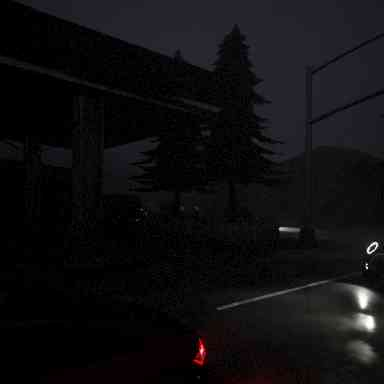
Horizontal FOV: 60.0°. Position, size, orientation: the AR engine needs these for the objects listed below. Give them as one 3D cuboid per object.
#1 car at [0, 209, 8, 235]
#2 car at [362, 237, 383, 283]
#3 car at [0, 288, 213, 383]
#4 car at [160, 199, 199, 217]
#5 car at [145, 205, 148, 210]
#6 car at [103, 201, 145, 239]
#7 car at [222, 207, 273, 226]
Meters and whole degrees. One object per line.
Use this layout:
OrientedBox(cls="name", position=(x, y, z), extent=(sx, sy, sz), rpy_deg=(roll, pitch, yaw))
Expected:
OrientedBox(cls="car", position=(-11.652, 1.520, 18.480), extent=(2.242, 1.667, 4.611), rpy_deg=(1, 0, -36))
OrientedBox(cls="car", position=(6.503, 1.427, 8.725), extent=(4.553, 1.767, 2.097), rpy_deg=(1, 0, -34))
OrientedBox(cls="car", position=(-1.843, 1.620, 2.692), extent=(4.181, 1.385, 1.994), rpy_deg=(1, -1, -36))
OrientedBox(cls="car", position=(-1.321, 1.539, 32.667), extent=(2.097, 1.767, 4.553), rpy_deg=(1, 0, -36))
OrientedBox(cls="car", position=(-7.470, 1.662, 41.332), extent=(2.033, 1.411, 5.357), rpy_deg=(1, 0, -35))
OrientedBox(cls="car", position=(-4.521, 1.445, 18.298), extent=(1.905, 1.878, 3.866), rpy_deg=(1, 0, -36))
OrientedBox(cls="car", position=(4.098, 1.814, 25.028), extent=(1.994, 1.385, 4.181), rpy_deg=(1, 0, -35))
